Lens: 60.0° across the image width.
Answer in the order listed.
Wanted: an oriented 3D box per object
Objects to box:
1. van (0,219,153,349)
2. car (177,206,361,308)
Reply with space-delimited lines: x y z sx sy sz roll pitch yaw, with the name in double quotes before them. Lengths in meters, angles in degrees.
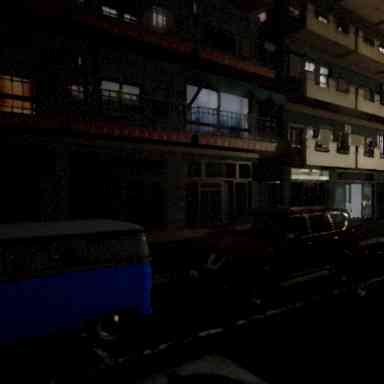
"van" -2.525 1.339 4.760 3.998 1.788 1.690 0 0 -36
"car" 2.082 1.298 8.048 5.009 1.841 2.192 0 0 -36
